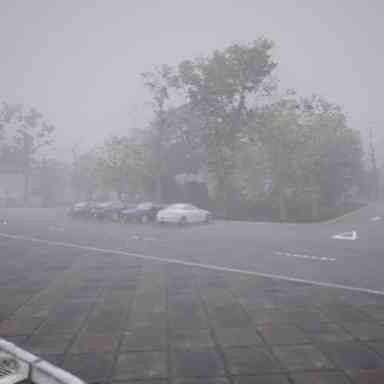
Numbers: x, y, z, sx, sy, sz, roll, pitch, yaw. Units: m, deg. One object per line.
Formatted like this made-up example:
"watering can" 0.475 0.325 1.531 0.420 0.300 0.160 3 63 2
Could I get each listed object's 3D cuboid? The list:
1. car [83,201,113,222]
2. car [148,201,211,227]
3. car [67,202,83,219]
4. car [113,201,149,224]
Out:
"car" -5.745 1.475 26.644 2.231 1.521 4.892 0 0 36
"car" -0.518 1.509 22.912 2.002 1.452 4.674 0 0 36
"car" -8.408 1.517 28.551 2.002 1.452 4.674 0 0 36
"car" -3.075 1.471 24.750 2.097 1.535 5.008 0 0 36
